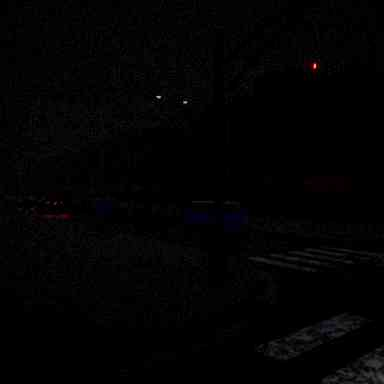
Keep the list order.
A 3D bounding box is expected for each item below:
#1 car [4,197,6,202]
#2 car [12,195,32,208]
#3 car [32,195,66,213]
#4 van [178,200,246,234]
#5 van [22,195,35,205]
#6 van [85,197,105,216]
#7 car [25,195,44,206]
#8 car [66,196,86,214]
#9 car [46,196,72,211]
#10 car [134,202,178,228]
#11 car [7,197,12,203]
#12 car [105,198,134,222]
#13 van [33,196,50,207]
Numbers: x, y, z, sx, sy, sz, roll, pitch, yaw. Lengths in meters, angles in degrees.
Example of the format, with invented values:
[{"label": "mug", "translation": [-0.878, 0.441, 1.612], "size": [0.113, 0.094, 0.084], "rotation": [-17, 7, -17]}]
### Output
[{"label": "car", "translation": [-43.892, 1.813, 80.775], "size": [1.752, 1.417, 4.829], "rotation": [0, 0, -36]}, {"label": "car", "translation": [-26.342, 1.527, 52.213], "size": [2.097, 1.767, 4.553], "rotation": [0, 0, -36]}, {"label": "car", "translation": [-16.621, 1.341, 38.788], "size": [2.150, 2.045, 5.566], "rotation": [0, 0, -36]}, {"label": "van", "translation": [1.164, 1.383, 18.548], "size": [1.690, 1.788, 3.998], "rotation": [0, 0, -36]}, {"label": "van", "translation": [-30.948, 1.557, 62.897], "size": [1.690, 1.788, 3.998], "rotation": [0, 0, -36]}, {"label": "van", "translation": [-8.470, 1.432, 31.853], "size": [1.690, 1.788, 3.998], "rotation": [0, 0, -36]}, {"label": "car", "translation": [-27.737, 1.513, 58.462], "size": [2.192, 1.841, 5.009], "rotation": [0, 0, -36]}, {"label": "car", "translation": [-11.681, 1.423, 36.285], "size": [2.192, 1.841, 5.009], "rotation": [0, 0, -36]}, {"label": "car", "translation": [-18.103, 1.459, 45.158], "size": [2.192, 1.841, 5.009], "rotation": [0, 0, -36]}, {"label": "car", "translation": [-2.047, 1.498, 22.983], "size": [1.967, 1.590, 4.097], "rotation": [0, 0, -36]}, {"label": "car", "translation": [-40.582, 1.710, 76.202], "size": [1.967, 1.590, 4.097], "rotation": [0, 0, -36]}, {"label": "car", "translation": [-5.258, 1.514, 27.418], "size": [1.967, 1.590, 4.097], "rotation": [0, 0, -36]}, {"label": "van", "translation": [-24.526, 1.522, 54.027], "size": [1.690, 1.788, 3.998], "rotation": [0, 0, -36]}]
